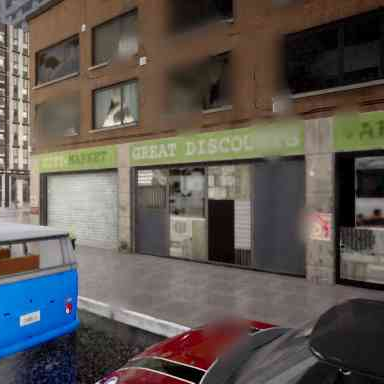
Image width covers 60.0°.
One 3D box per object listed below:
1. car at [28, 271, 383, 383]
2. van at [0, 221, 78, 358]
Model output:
[{"bbox_3d":[1.112,1.440,1.933,4.097,1.590,1.967,0,0,35],"label":"car"},{"bbox_3d":[-3.528,1.343,5.228,3.998,1.788,1.690,0,0,35],"label":"van"}]
